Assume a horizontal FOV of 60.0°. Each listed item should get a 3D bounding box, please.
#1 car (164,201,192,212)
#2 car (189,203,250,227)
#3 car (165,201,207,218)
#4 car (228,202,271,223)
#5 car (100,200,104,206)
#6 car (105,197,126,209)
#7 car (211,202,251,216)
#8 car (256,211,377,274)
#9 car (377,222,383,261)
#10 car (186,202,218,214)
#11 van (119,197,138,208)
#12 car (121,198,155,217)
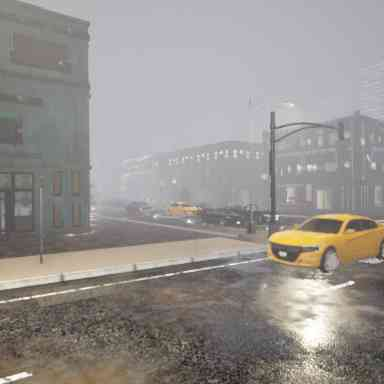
[{"bbox_3d":[-1.991,1.966,46.050,1.802,1.307,4.206,-1,0,-35],"label":"car"},{"bbox_3d":[2.028,1.814,25.242,1.947,1.339,4.313,-1,0,-35],"label":"car"},{"bbox_3d":[-0.917,1.803,34.305,1.882,1.535,5.008,-1,0,-34],"label":"car"},{"bbox_3d":[4.769,1.702,26.075,2.128,1.511,4.902,-1,0,-33],"label":"car"},{"bbox_3d":[-17.703,2.227,68.835,1.887,1.381,4.507,-1,0,-35],"label":"car"},{"bbox_3d":[-12.540,2.064,56.797,2.128,1.511,4.902,-1,0,-35],"label":"car"},{"bbox_3d":[4.291,1.809,36.937,2.008,1.369,4.403,-2,0,-35],"label":"car"},{"bbox_3d":[4.615,1.477,10.796,5.008,1.535,1.882,0,0,-35],"label":"car"},{"bbox_3d":[7.183,1.489,8.619,4.902,1.511,2.128,0,0,-35],"label":"car"},{"bbox_3d":[1.150,1.903,41.494,1.802,1.307,4.206,-1,0,-35],"label":"car"},{"bbox_3d":[-11.424,1.907,59.721,1.690,1.788,3.998,-1,0,-35],"label":"van"},{"bbox_3d":[-5.752,1.846,36.735,1.967,1.590,4.097,-1,0,-35],"label":"car"}]
